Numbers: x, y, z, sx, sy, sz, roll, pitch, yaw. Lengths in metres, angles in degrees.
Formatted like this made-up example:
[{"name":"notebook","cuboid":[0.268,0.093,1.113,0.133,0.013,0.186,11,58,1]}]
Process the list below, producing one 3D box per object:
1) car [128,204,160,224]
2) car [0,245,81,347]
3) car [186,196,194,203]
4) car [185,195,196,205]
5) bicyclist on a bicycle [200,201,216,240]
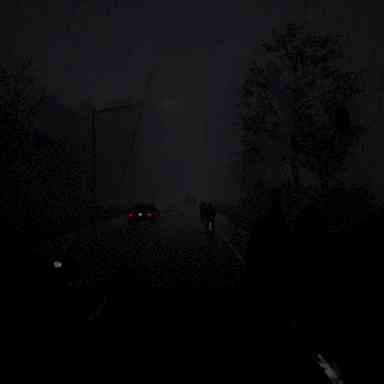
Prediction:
[{"name":"car","cuboid":[-3.556,1.607,25.169,2.033,1.411,5.357,0,0,0]},{"name":"car","cuboid":[-3.429,1.560,5.160,2.033,1.411,5.357,0,0,-1]},{"name":"car","cuboid":[-0.455,1.678,73.948,1.837,1.490,4.892,0,0,0]},{"name":"car","cuboid":[-0.285,1.500,61.939,2.097,1.767,4.553,0,0,0]},{"name":"bicyclist on a bicycle","cuboid":[0.866,1.409,16.359,0.659,1.776,1.843,0,0,0]}]
